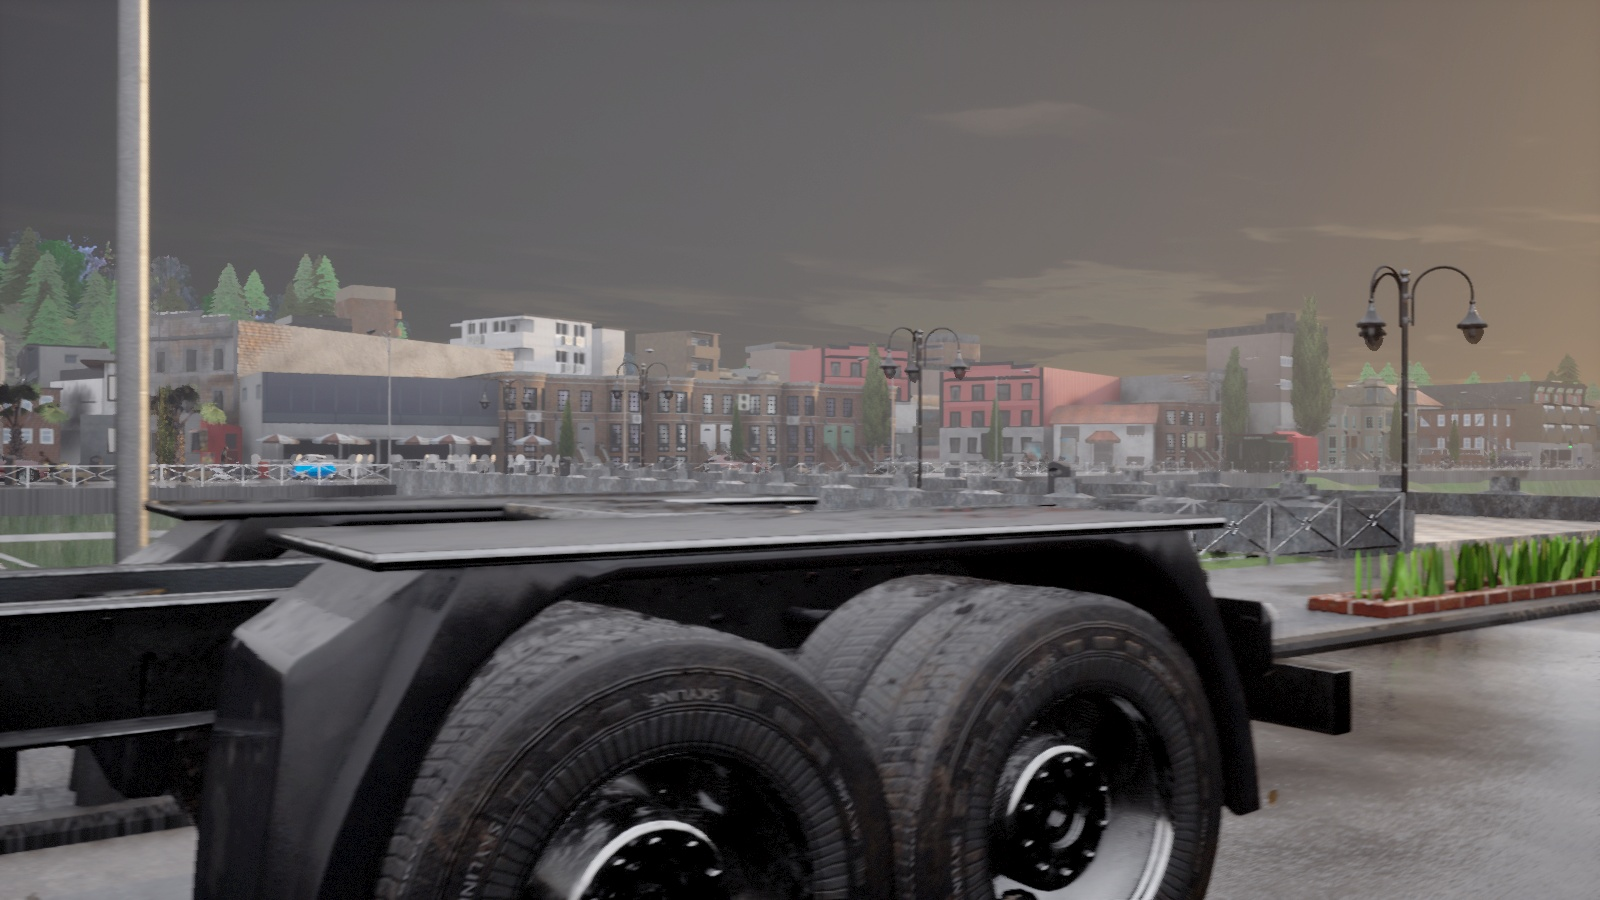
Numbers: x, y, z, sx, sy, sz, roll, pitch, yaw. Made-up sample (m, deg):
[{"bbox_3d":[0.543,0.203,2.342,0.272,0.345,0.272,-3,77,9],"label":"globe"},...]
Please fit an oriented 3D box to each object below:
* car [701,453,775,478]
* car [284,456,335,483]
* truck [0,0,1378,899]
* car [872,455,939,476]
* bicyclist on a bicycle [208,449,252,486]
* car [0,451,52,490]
[{"bbox_3d":[-3.793,0.955,76.785,4.193,1.474,1.816,0,0,-35],"label":"car"},{"bbox_3d":[-25.897,1.017,66.263,2.207,1.376,1.481,0,0,-35],"label":"car"},{"bbox_3d":[-2.387,-0.226,2.611,7.936,3.462,2.891,0,0,-35],"label":"truck"},{"bbox_3d":[7.105,1.000,84.373,4.181,1.385,1.994,0,0,-35],"label":"car"},{"bbox_3d":[-27.389,0.821,60.351,1.843,1.776,0.659,0,0,-35],"label":"bicyclist on a bicycle"},{"bbox_3d":[-35.495,0.884,54.705,4.856,1.649,2.033,0,0,-35],"label":"car"}]
